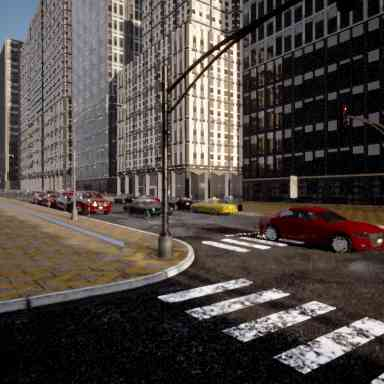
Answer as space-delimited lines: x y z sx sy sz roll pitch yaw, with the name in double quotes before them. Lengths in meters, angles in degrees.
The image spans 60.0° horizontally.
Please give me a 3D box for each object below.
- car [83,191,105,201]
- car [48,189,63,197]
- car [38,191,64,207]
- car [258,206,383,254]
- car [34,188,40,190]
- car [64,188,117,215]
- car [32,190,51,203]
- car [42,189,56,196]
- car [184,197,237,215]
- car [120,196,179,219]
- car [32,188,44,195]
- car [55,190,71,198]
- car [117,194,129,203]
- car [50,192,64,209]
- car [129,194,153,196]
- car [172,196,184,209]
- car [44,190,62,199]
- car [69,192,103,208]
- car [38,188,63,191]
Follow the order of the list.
"car" -14.874 0.646 50.314 1.947 1.339 4.313 1 0 -36
"car" -28.127 0.214 68.469 2.008 1.369 4.403 1 0 -36
"car" -15.009 0.861 36.287 1.887 1.381 4.507 1 0 -36
"car" 4.935 1.353 13.348 1.882 1.535 5.008 0 1 -36
"car" -34.752 -0.104 77.547 1.967 1.590 4.097 1 0 -36
"car" -8.378 0.841 27.209 2.192 1.841 5.009 1 0 -36
"car" -18.323 0.793 40.826 1.802 1.307 4.206 1 0 -36
"car" -31.441 0.104 73.009 1.887 1.381 4.507 1 0 -36
"car" 1.662 1.127 27.811 1.752 1.417 4.829 1 0 -36
"car" -3.278 1.214 24.587 1.895 1.301 4.718 0 1 -36
"car" -38.065 -0.208 82.086 1.967 1.590 4.097 1 0 -36
"car" -24.914 0.289 64.068 1.752 1.417 4.829 1 0 -36
"car" -8.248 0.856 41.236 1.947 1.339 4.313 1 0 -36
"car" -11.697 0.987 31.749 1.947 1.339 4.313 1 0 -36
"car" -4.934 0.977 36.697 1.802 1.307 4.206 1 0 -36
"car" -1.620 1.066 32.158 1.947 1.339 4.313 1 0 -36
"car" -25.091 0.380 59.870 2.033 1.411 5.357 0 1 -34
"car" -11.493 0.846 35.854 2.128 1.511 4.902 0 1 -36
"car" -20.844 0.588 48.817 1.812 1.442 4.674 0 1 -36
